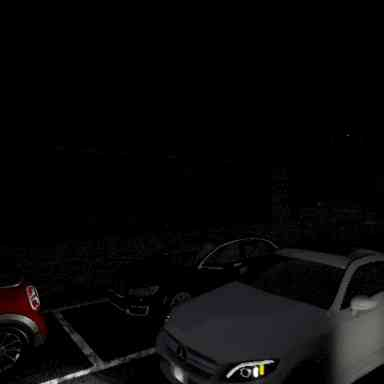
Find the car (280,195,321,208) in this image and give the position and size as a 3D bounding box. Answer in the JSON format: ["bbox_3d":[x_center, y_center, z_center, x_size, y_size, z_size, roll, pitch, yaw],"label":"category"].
[{"bbox_3d":[12.349,1.047,38.185,2.128,1.511,4.902,0,1,-36],"label":"car"}]

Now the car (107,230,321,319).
[{"bbox_3d":[0.447,1.551,6.970,4.403,1.369,2.008,0,0,-36],"label":"car"}]

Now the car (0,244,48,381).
[{"bbox_3d":[-3.995,1.440,3.800,4.097,1.590,1.967,0,0,-36],"label":"car"}]

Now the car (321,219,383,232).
[{"bbox_3d":[4.889,1.545,10.139,4.507,1.381,1.887,0,0,-36],"label":"car"}]

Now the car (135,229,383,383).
[{"bbox_3d":[1.768,1.526,4.635,4.674,1.442,1.812,0,0,-35],"label":"car"}]
